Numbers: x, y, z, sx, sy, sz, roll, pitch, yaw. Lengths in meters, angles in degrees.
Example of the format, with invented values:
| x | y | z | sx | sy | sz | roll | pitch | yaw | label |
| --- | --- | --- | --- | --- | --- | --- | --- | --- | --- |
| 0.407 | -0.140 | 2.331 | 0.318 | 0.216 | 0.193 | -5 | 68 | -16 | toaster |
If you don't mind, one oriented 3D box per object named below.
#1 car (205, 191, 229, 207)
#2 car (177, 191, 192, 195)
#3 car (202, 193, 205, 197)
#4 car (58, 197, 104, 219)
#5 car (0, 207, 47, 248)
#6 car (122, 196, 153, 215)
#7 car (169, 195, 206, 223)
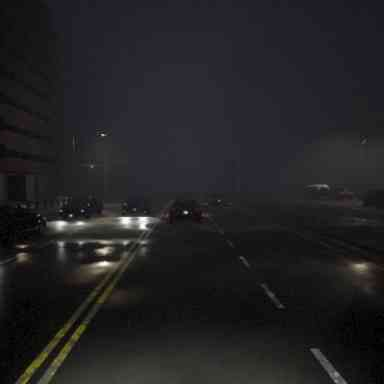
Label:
| x | y | z | sx | sy | sz | roll | pitch | yaw | label |
| --- | --- | --- | --- | --- | --- | --- | --- | --- | --- |
| 2.698 | 0.794 | 34.979 | 1.994 | 1.385 | 4.181 | 0 | 1 | -1 | car |
| -0.951 | 0.560 | 42.473 | 2.128 | 1.511 | 4.902 | 0 | 1 | -1 | car |
| 2.412 | 0.576 | 44.209 | 2.033 | 1.411 | 5.357 | 0 | 1 | -1 | car |
| -7.663 | 1.038 | 23.522 | 2.033 | 1.411 | 5.357 | 0 | 1 | -1 | car |
| -7.403 | 1.283 | 13.054 | 1.994 | 1.385 | 4.181 | 0 | 1 | -1 | car |
| -4.123 | 1.027 | 25.604 | 1.994 | 1.385 | 4.181 | 0 | 1 | -1 | car |
| -0.406 | 1.104 | 20.938 | 1.994 | 1.385 | 4.181 | 0 | 1 | -1 | car |
